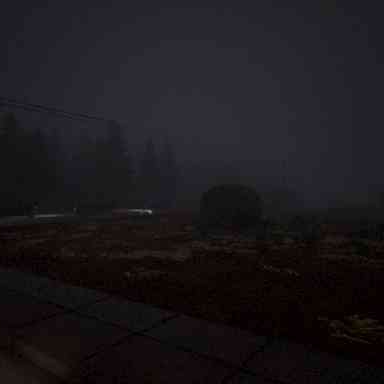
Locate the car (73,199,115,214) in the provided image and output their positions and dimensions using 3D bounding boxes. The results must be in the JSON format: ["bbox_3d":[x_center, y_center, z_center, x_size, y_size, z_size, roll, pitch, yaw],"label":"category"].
[{"bbox_3d":[-10.618,1.518,36.292,2.128,1.511,4.902,0,0,37],"label":"car"}]

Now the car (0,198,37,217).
[{"bbox_3d":[-16.065,1.379,28.947,2.097,1.767,4.553,0,0,37],"label":"car"}]

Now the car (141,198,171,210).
[{"bbox_3d":[-4.660,1.552,44.314,1.812,1.442,4.674,0,0,37],"label":"car"}]
